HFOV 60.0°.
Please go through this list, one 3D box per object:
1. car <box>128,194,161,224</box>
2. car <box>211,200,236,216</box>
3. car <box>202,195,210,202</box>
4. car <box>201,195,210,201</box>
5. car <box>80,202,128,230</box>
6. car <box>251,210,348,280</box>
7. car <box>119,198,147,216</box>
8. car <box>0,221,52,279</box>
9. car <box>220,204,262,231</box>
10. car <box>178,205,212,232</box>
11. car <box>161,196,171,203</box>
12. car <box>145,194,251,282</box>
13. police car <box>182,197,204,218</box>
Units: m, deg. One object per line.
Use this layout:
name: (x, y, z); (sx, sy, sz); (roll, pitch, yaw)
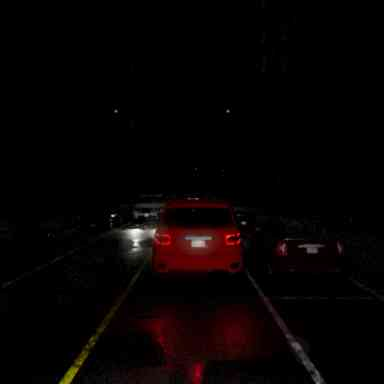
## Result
car: (-2.989, 1.178, 24.793); (2.150, 2.045, 5.566); (0, 0, 1)
car: (2.958, 1.509, 31.912); (1.947, 1.339, 4.313); (0, 0, 0)
car: (3.143, 1.440, 74.581); (1.752, 1.417, 4.829); (0, 0, 0)
car: (3.171, 1.467, 79.819); (2.008, 1.369, 4.403); (0, 0, 0)
car: (-5.604, 1.527, 20.938); (1.947, 1.339, 4.313); (0, 0, 0)
car: (2.885, 1.421, 9.906); (1.967, 1.590, 4.097); (0, 0, 0)
car: (-5.568, 1.383, 31.940); (1.967, 1.590, 4.097); (0, 0, 0)
car: (-5.640, 1.563, 9.935); (1.802, 1.307, 4.206); (0, 0, 0)
car: (2.921, 1.512, 20.909); (2.008, 1.369, 4.403); (0, 0, 0)
car: (0.166, 1.563, 20.769); (1.895, 1.301, 4.718); (0, 0, 0)
car: (-5.410, 1.497, 69.043); (1.802, 1.307, 4.206); (0, 0, 0)
car: (0.132, 1.204, 9.875); (2.150, 2.045, 5.566); (0, 0, 0)
police car: (0.101, 1.370, 31.032); (1.930, 1.638, 5.238); (0, 0, 0)
